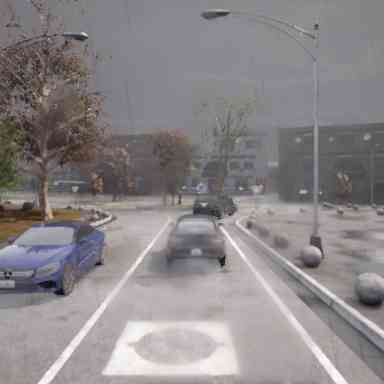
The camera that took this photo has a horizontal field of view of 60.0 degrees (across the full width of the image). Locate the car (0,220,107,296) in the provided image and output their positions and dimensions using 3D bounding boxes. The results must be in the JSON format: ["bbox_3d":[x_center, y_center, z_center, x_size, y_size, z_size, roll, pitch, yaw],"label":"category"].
[{"bbox_3d":[-3.564,1.517,8.766,1.812,1.442,4.674,0,0,0],"label":"car"}]

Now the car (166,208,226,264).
[{"bbox_3d":[0.128,1.507,11.585,1.812,1.442,4.674,0,0,0],"label":"car"}]

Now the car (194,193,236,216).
[{"bbox_3d":[1.933,1.075,27.211,2.150,2.045,5.566,0,1,23],"label":"car"}]
